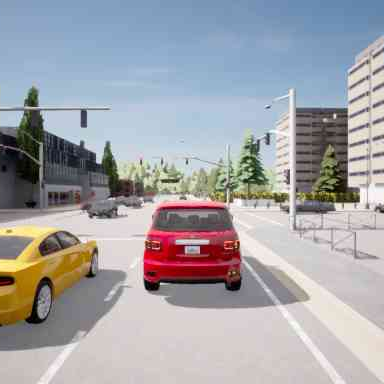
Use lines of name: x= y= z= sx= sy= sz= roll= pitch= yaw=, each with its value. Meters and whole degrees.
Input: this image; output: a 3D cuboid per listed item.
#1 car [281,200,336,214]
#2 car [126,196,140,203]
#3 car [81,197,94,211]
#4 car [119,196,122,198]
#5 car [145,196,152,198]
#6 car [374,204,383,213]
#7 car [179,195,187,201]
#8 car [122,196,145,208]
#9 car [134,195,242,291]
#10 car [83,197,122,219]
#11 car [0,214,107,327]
car: x=12.075 y=1.547 z=34.627 sx=5.357 sy=1.411 sz=2.033 roll=0 pitch=0 yaw=-2
car: x=-12.393 y=1.525 z=70.323 sx=2.128 sy=1.511 sz=4.902 roll=0 pitch=0 yaw=-2
car: x=-11.842 y=1.352 z=40.500 sx=2.097 sy=1.767 sz=4.553 roll=0 pitch=0 yaw=1
car: x=-12.107 y=1.506 z=57.199 sx=1.837 sy=1.490 sz=4.892 roll=0 pitch=0 yaw=-1
car: x=-8.821 y=1.507 z=67.204 sx=1.837 sy=1.490 sz=4.892 roll=0 pitch=-1 yaw=-1
car: x=22.158 y=1.547 z=34.934 sx=5.357 sy=1.411 sz=2.033 roll=0 pitch=0 yaw=-2
car: x=-2.357 y=1.524 z=87.236 sx=1.812 sy=1.442 sz=4.674 roll=0 pitch=0 yaw=-2
car: x=-8.351 y=1.504 z=47.555 sx=1.837 sy=1.490 sz=4.892 roll=0 pitch=0 yaw=-2
car: x=0.014 y=1.221 z=9.156 sx=2.150 sy=2.045 sz=5.566 roll=0 pitch=0 yaw=0
car: x=-7.722 y=1.505 z=29.249 sx=1.837 sy=1.490 sz=4.892 roll=0 pitch=0 yaw=-2
car: x=-3.480 y=1.478 z=7.167 sx=1.882 sy=1.535 sz=5.008 roll=0 pitch=0 yaw=0
